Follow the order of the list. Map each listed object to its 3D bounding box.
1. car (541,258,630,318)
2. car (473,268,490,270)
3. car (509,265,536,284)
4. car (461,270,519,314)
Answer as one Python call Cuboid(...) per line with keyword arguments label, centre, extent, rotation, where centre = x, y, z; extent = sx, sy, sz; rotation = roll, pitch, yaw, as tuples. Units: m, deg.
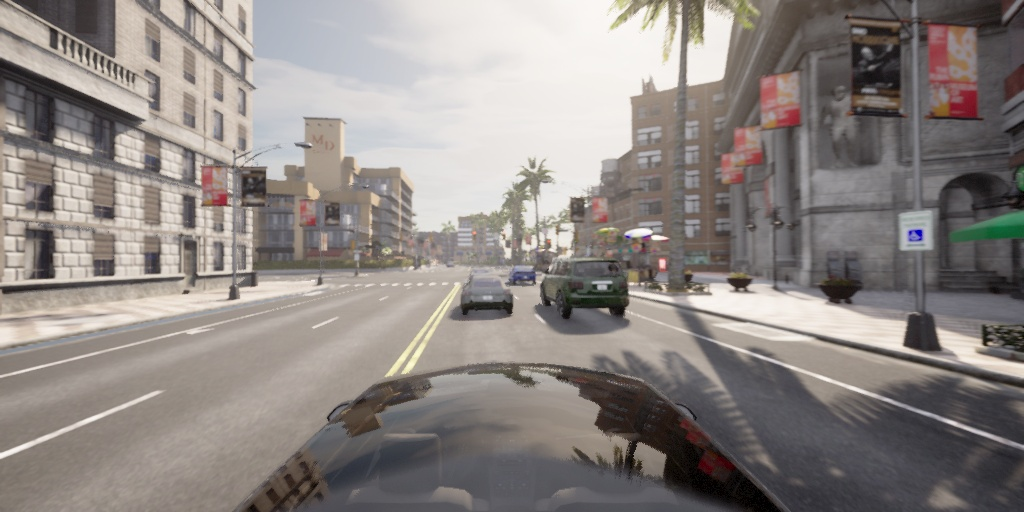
Cuboid(label="car", centre=(2.553, 1.085, 13.766), extent=(2.150, 2.045, 5.566), rotation=(0, 0, -5))
Cuboid(label="car", centre=(-2.339, 1.607, 27.308), extent=(2.033, 1.411, 5.357), rotation=(0, -1, -5))
Cuboid(label="car", centre=(0.851, 1.546, 30.786), extent=(1.882, 1.535, 5.008), rotation=(0, 0, -5))
Cuboid(label="car", centre=(-1.045, 1.471, 14.734), extent=(1.994, 1.385, 4.181), rotation=(0, -1, -5))
